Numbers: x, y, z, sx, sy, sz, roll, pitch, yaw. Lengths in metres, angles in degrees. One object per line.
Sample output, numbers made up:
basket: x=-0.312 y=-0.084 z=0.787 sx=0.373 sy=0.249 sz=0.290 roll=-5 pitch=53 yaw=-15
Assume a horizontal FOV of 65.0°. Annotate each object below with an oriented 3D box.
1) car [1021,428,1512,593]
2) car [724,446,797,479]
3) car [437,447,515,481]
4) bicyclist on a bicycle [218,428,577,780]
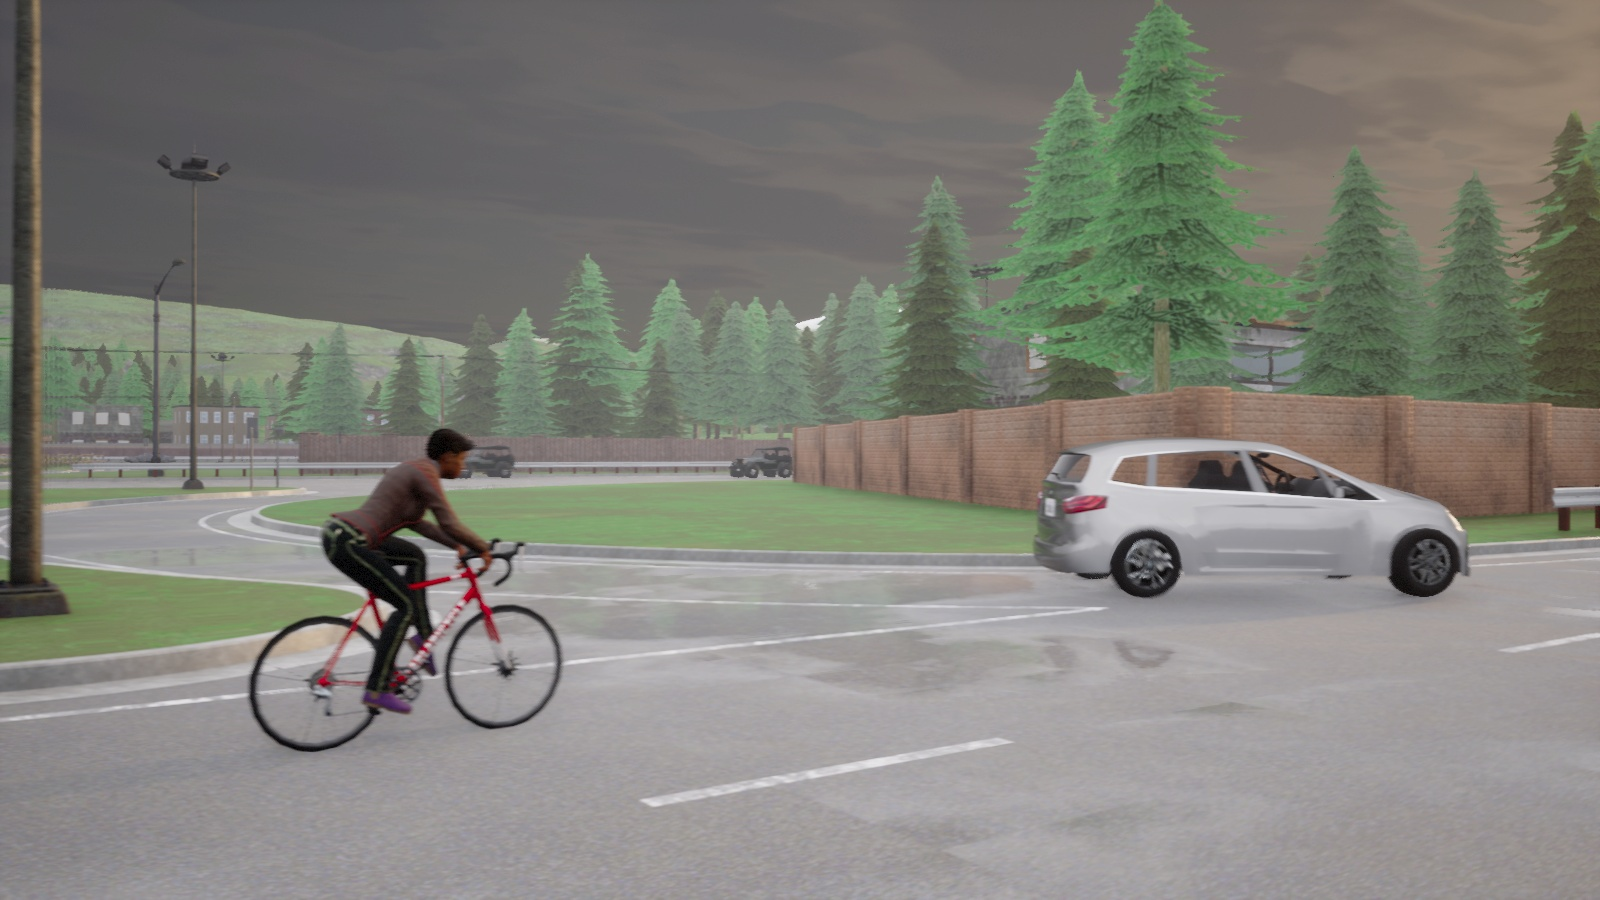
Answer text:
car: x=5.000 y=0.612 z=13.982 sx=4.611 sy=1.667 sz=2.242 roll=0 pitch=0 yaw=-3
car: x=-2.323 y=0.728 z=74.203 sx=3.866 sy=1.878 sz=1.905 roll=0 pitch=0 yaw=-35
car: x=-18.412 y=0.755 z=71.486 sx=3.866 sy=1.878 sz=1.905 roll=0 pitch=0 yaw=-35
bicyclist on a bicycle: x=-2.048 y=0.718 z=6.498 sx=1.656 sy=1.620 sz=0.582 roll=1 pitch=0 yaw=-35
